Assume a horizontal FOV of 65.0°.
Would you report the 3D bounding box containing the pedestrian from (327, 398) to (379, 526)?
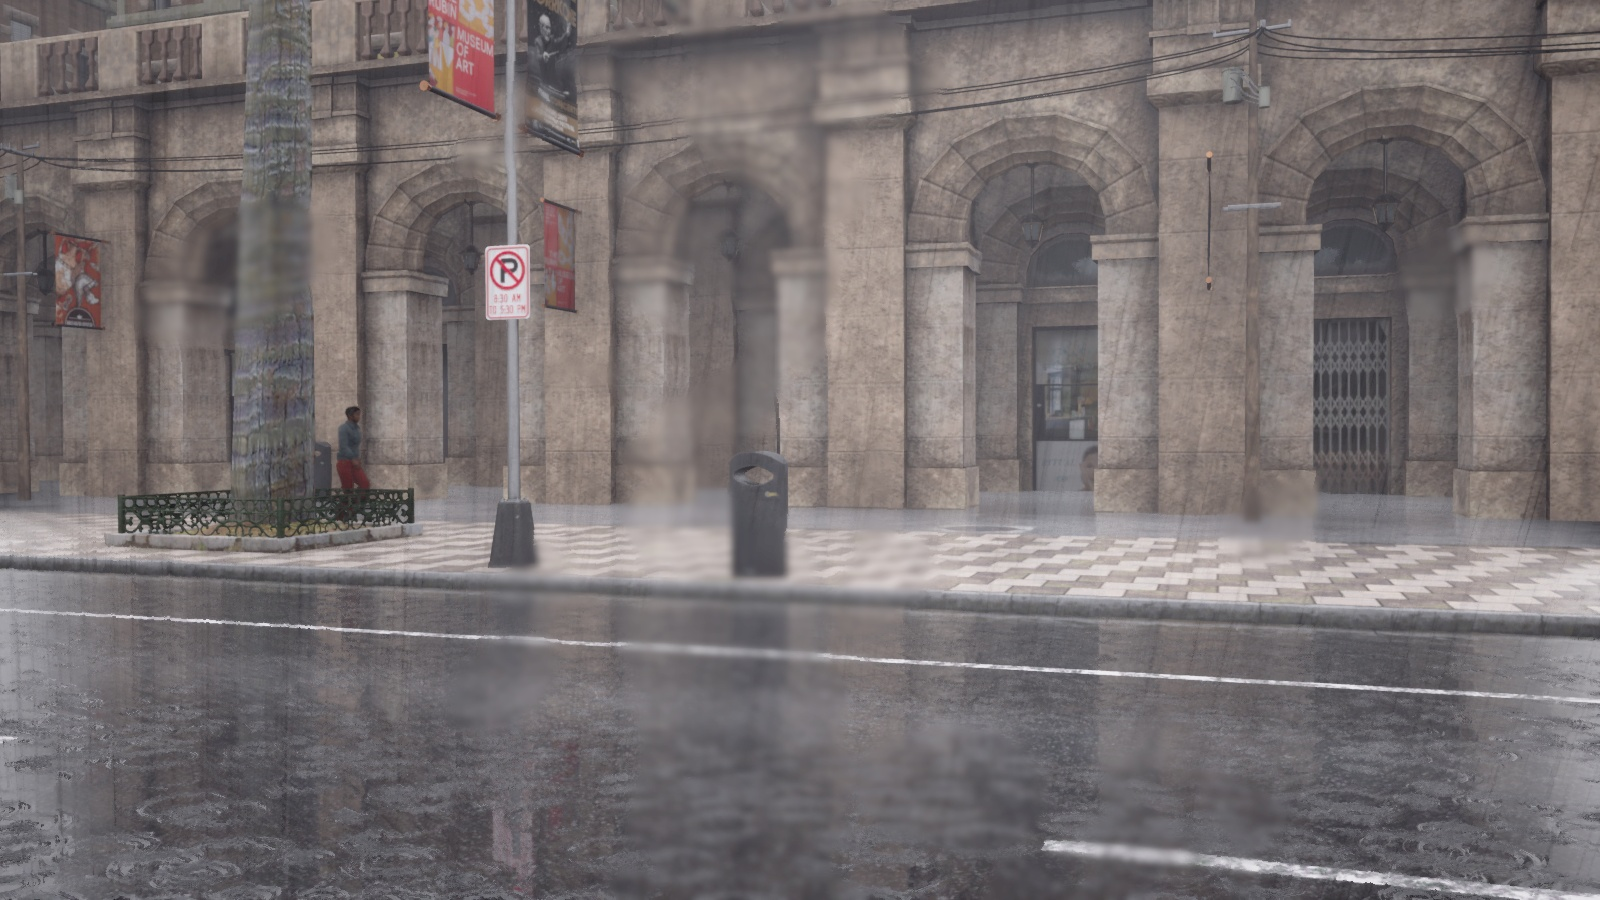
[{"bbox_3d":[-6.486,0.167,18.222,0.614,1.847,0.353,0,1,11],"label":"pedestrian"}]
